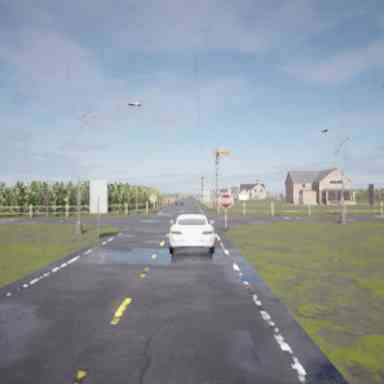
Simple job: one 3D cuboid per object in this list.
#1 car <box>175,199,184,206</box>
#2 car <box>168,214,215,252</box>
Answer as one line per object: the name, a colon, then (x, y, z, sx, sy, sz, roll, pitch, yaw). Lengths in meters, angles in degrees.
car: (-2.777, 2.229, 73.390, 1.882, 1.535, 5.008, 0, -1, 0)
car: (-0.006, 1.664, 14.395, 1.812, 1.442, 4.674, 0, 0, 0)
